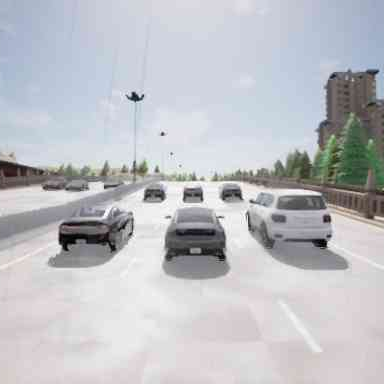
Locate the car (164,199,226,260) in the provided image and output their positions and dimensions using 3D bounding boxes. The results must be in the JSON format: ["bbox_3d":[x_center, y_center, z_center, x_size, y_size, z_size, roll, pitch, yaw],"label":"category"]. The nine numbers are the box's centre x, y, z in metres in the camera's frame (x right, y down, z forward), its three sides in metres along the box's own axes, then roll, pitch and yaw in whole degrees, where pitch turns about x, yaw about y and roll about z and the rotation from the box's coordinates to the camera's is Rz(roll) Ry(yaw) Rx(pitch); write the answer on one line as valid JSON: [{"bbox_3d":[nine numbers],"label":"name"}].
[{"bbox_3d":[0.101,1.256,11.510,1.837,1.490,4.892,0,3,0],"label":"car"}]

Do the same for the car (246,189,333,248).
[{"bbox_3d":[3.602,0.889,13.255,2.150,2.045,5.566,0,3,0],"label":"car"}]

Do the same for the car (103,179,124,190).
[{"bbox_3d":[-10.575,-1.098,45.135,2.033,1.411,5.357,0,4,0],"label":"car"}]

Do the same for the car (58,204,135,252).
[{"bbox_3d":[-3.399,1.191,12.598,2.128,1.511,4.902,0,3,0],"label":"car"}]

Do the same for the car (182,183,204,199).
[{"bbox_3d":[0.103,-0.135,31.554,2.128,1.511,4.902,0,4,0],"label":"car"}]

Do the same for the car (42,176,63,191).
[{"bbox_3d":[-17.579,-1.141,43.106,2.097,1.767,4.553,0,4,0],"label":"car"}]

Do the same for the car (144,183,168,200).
[{"bbox_3d":[-3.397,-0.111,31.414,1.837,1.490,4.892,0,4,0],"label":"car"}]

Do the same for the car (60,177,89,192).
[{"bbox_3d":[-14.083,-0.810,41.006,1.812,1.442,4.674,0,4,0],"label":"car"}]

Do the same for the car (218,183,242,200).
[{"bbox_3d":[3.603,-0.114,31.446,1.837,1.490,4.892,0,4,0],"label":"car"}]
